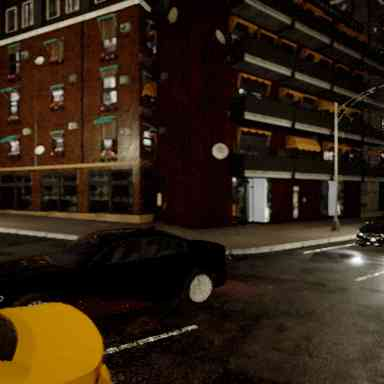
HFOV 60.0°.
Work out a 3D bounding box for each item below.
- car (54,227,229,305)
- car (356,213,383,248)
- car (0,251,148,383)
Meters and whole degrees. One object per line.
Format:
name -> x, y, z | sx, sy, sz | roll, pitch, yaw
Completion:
car -> -1.531, 1.498, 6.621 | 5.008, 1.535, 1.882 | 1, 0, -35
car -> 8.958, 1.615, 14.332 | 4.892, 1.490, 1.837 | 0, 0, -37
car -> -2.916, 1.468, 1.632 | 5.008, 1.535, 1.882 | 0, 0, -35
